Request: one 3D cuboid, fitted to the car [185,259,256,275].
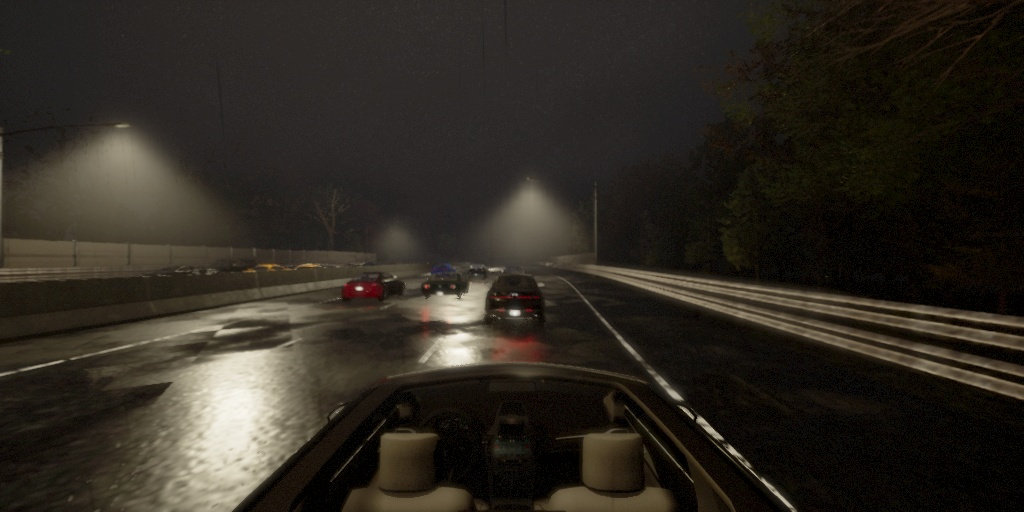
[{"bbox_3d":[-24.592,1.252,31.164,2.150,2.045,5.566,0,-1,0],"label":"car"}]

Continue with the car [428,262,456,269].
[{"bbox_3d":[-6.893,1.567,36.649,1.882,1.535,5.008,0,-1,0],"label":"car"}]

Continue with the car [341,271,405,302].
[{"bbox_3d":[-6.898,1.470,18.228,1.994,1.385,4.181,0,0,0],"label":"car"}]

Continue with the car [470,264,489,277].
[{"bbox_3d":[-3.392,1.578,36.318,2.128,1.511,4.902,0,-1,0],"label":"car"}]

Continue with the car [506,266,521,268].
[{"bbox_3d":[0.105,1.580,31.006,2.033,1.411,5.357,0,-1,0],"label":"car"}]

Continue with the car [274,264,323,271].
[{"bbox_3d":[-17.592,1.505,30.749,1.882,1.535,5.008,0,-1,0],"label":"car"}]

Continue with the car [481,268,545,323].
[{"bbox_3d":[0.094,1.358,12.529,1.837,1.490,4.892,0,0,0],"label":"car"}]

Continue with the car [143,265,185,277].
[{"bbox_3d":[-27.794,1.521,29.795,1.837,1.490,4.892,0,-1,-2],"label":"car"}]

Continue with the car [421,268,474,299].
[{"bbox_3d":[-3.396,1.517,19.268,1.895,1.301,4.718,0,-1,0],"label":"car"}]

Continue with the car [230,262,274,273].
[{"bbox_3d":[-21.091,1.504,30.723,1.882,1.535,5.008,0,-1,0],"label":"car"}]
